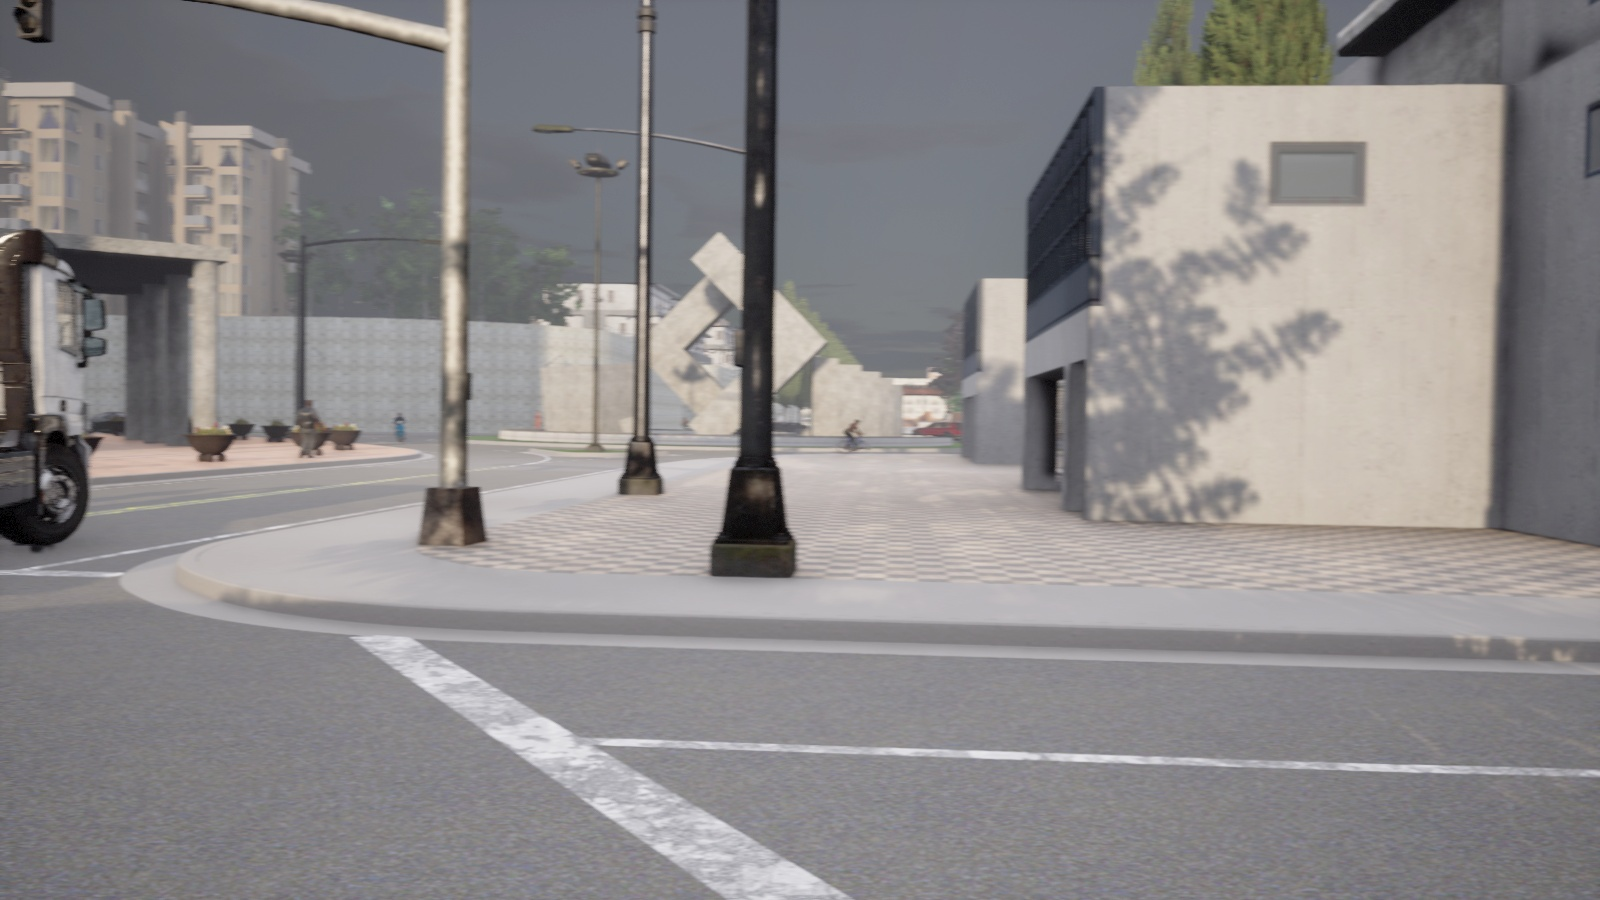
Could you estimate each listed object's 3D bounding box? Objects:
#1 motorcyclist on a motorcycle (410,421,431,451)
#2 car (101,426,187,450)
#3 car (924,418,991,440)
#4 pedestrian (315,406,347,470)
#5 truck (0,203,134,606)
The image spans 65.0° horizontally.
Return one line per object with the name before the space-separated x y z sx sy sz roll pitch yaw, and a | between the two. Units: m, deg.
motorcyclist on a motorcycle | -20.482 -0.756 67.761 0.866 1.590 1.817 -3 2 -20
car | -39.243 -0.719 75.156 4.181 1.385 1.994 0 1 11
car | 12.027 -1.635 96.000 4.856 1.649 2.033 1 2 45
pedestrian | -14.070 -0.361 37.660 0.563 1.883 0.849 0 1 5
truck | -8.691 -0.415 11.755 2.891 3.462 7.936 -1 2 -18
